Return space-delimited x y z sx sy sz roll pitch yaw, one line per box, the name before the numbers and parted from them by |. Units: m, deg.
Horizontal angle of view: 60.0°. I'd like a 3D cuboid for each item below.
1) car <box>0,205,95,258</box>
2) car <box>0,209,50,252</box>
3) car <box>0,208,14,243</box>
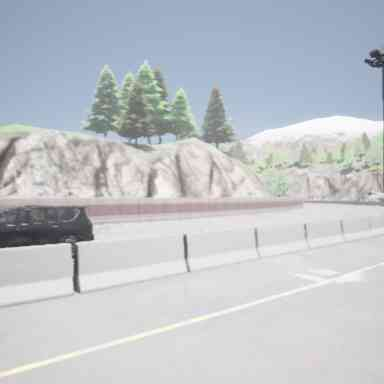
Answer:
car | -6.479 1.518 12.443 5.566 2.045 2.150 1 -1 -37
car | -9.059 1.713 14.915 4.553 1.767 2.097 1 -1 -37
car | -11.924 1.774 17.151 4.553 1.767 2.097 1 -2 -36
